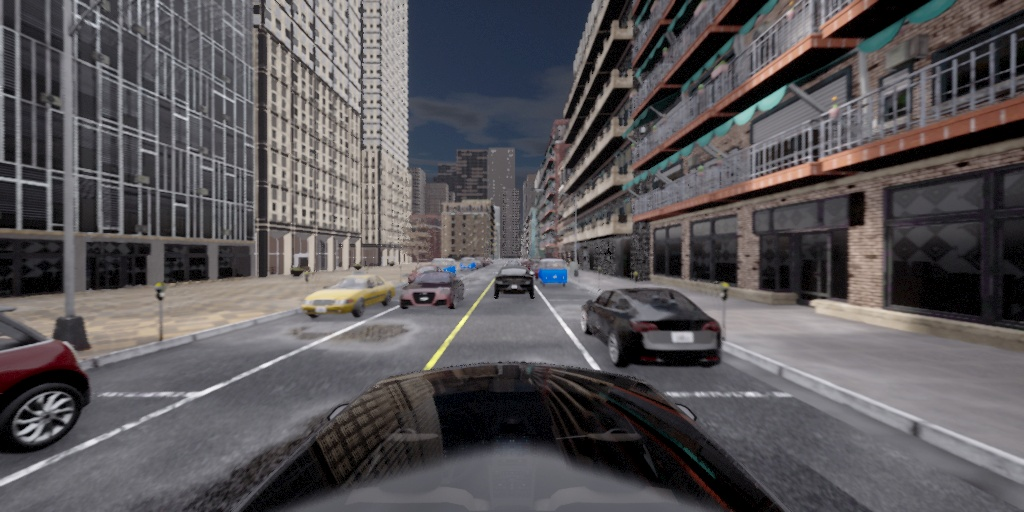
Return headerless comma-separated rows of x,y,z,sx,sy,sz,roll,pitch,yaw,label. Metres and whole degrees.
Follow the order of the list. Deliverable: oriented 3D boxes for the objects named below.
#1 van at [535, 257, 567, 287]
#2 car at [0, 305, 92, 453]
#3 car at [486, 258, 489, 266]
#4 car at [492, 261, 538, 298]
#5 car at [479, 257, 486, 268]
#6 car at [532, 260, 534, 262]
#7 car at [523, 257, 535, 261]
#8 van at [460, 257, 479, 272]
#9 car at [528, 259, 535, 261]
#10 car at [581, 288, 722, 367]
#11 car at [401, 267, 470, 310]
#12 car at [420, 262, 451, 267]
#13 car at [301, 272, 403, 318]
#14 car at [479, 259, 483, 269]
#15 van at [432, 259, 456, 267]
2.695,1.094,24.306,1.690,1.789,3.998,0,0,0,van
-5.691,1.190,2.199,1.967,1.591,4.097,0,0,0,car
-5.675,1.092,63.002,2.192,1.841,5.009,0,0,0,car
0.105,1.230,18.648,1.882,1.535,5.008,0,0,0,car
-5.677,1.322,57.475,2.007,1.370,4.403,0,0,0,car
2.697,1.300,29.834,1.888,1.381,4.507,0,0,0,car
2.699,1.074,40.889,2.192,1.841,5.009,0,0,0,car
-5.679,1.103,46.419,1.690,1.789,3.998,0,0,0,van
2.698,1.307,35.361,2.007,1.370,4.403,0,0,0,car
2.690,1.316,7.724,1.948,1.339,4.313,0,0,0,car
-3.083,1.315,14.579,1.994,1.385,4.181,0,0,0,car
-5.685,1.298,24.309,1.888,1.381,4.507,0,0,0,car
-5.689,1.276,13.084,1.751,1.417,4.829,0,0,0,car
-5.678,1.349,51.947,1.802,1.307,4.207,0,0,0,car
-5.684,1.095,29.837,1.690,1.789,3.998,0,0,0,van
